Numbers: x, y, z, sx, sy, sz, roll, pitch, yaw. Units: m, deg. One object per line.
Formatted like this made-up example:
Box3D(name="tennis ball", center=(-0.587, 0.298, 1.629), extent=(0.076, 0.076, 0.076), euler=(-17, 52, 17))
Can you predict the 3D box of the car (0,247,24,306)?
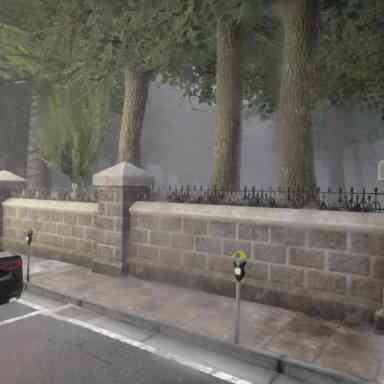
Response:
Box3D(name="car", center=(-5.453, 1.477, 6.835), extent=(5.008, 1.535, 1.882), euler=(0, 0, 35))
